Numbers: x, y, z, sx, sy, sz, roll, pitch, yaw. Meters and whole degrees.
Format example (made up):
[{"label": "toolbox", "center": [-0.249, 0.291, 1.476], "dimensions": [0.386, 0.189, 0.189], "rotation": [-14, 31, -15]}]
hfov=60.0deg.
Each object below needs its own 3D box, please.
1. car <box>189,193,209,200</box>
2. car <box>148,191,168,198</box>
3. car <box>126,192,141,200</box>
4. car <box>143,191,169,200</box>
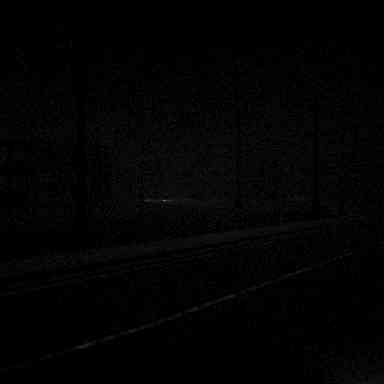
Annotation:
[{"label": "car", "center": [1.490, 0.925, 68.199], "dimensions": [1.812, 1.442, 4.674], "rotation": [0, 1, -43]}, {"label": "car", "center": [-7.927, 0.559, 77.899], "dimensions": [1.882, 1.535, 5.008], "rotation": [0, 1, -44]}, {"label": "car", "center": [-11.421, 0.813, 66.407], "dimensions": [1.812, 1.442, 4.674], "rotation": [0, 1, -44]}, {"label": "car", "center": [-6.901, 0.896, 66.757], "dimensions": [2.033, 1.411, 5.357], "rotation": [0, 1, -44]}]
